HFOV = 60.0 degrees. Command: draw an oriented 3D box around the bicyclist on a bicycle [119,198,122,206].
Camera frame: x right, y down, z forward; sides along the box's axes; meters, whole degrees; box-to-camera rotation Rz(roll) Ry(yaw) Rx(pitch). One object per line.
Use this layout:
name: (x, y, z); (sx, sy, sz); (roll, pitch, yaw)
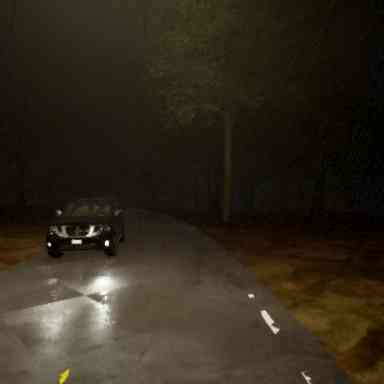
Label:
bicyclist on a bicycle: (-12.977, 1.910, 59.819); (0.866, 1.612, 1.509); (1, -2, -23)

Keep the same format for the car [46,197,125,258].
car: (-3.943, 1.242, 13.292); (2.150, 2.045, 5.566); (0, 0, -6)

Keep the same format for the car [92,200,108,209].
car: (-15.384, 2.014, 55.504); (2.033, 1.411, 5.357); (0, -1, -22)
